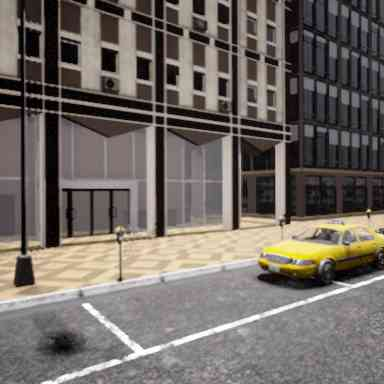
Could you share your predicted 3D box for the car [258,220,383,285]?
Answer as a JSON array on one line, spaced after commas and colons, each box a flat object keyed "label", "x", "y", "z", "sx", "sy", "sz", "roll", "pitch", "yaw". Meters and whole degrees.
[{"label": "car", "x": 3.932, "y": 1.492, "z": 9.376, "sx": 4.829, "sy": 1.417, "sz": 1.752, "roll": 0, "pitch": 0, "yaw": -36}]
